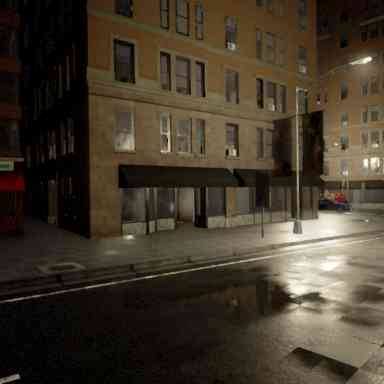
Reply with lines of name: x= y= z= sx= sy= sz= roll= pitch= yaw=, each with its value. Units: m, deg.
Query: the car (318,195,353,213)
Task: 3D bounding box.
car: x=14.404 y=1.396 z=35.047 sx=1.812 sy=1.442 sz=4.674 roll=-1 pitch=1 yaw=-43

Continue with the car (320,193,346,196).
car: x=16.653 y=1.083 z=41.009 sx=2.192 sy=1.841 sz=5.009 roll=0 pitch=1 yaw=-44
